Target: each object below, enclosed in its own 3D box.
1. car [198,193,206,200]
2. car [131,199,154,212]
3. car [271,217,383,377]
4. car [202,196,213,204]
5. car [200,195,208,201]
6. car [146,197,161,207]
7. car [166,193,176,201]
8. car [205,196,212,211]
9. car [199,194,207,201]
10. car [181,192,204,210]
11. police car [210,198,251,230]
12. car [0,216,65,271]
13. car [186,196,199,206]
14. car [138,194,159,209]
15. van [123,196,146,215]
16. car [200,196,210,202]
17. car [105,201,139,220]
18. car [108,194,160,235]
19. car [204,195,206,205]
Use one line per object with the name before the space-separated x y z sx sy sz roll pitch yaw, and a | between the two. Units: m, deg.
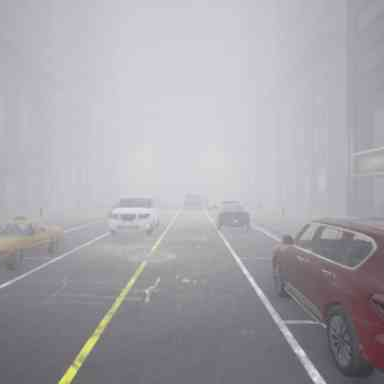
car | 2.822 1.213 95.362 2.192 1.841 5.009 0 0 0
car | -5.738 1.496 39.167 2.008 1.369 4.403 0 0 0
car | 2.766 1.306 5.462 2.192 1.841 5.009 0 0 0
car | 2.801 1.446 61.819 1.752 1.417 4.829 0 0 0
car | 2.812 1.454 78.506 1.887 1.381 4.507 0 0 0
car | -5.731 1.458 50.235 1.752 1.417 4.829 0 0 0
car | -5.710 1.486 84.115 1.802 1.307 4.206 0 0 0
car | 2.787 1.471 39.344 1.752 1.417 4.829 0 0 0
car | 2.815 1.345 84.124 1.967 1.590 4.097 0 0 0
car | 0.055 1.163 41.423 2.150 2.045 5.566 0 0 0
police car | 2.379 1.394 20.794 1.930 1.638 5.238 0 0 0
car | -5.756 1.508 10.905 1.752 1.417 4.829 0 0 0
car | 0.034 1.418 55.328 2.128 1.511 4.902 0 0 0
car | -5.734 1.254 44.786 2.192 1.841 5.009 0 0 0
van | -5.741 1.294 33.549 1.690 1.788 3.998 0 0 0
car | 2.808 1.478 72.887 1.947 1.339 4.313 0 0 0
car | -5.745 1.504 27.931 1.887 1.381 4.507 0 0 0
car | -3.087 1.192 18.773 2.150 2.045 5.566 0 0 0
car | 2.794 1.514 50.412 1.802 1.307 4.206 0 0 0
